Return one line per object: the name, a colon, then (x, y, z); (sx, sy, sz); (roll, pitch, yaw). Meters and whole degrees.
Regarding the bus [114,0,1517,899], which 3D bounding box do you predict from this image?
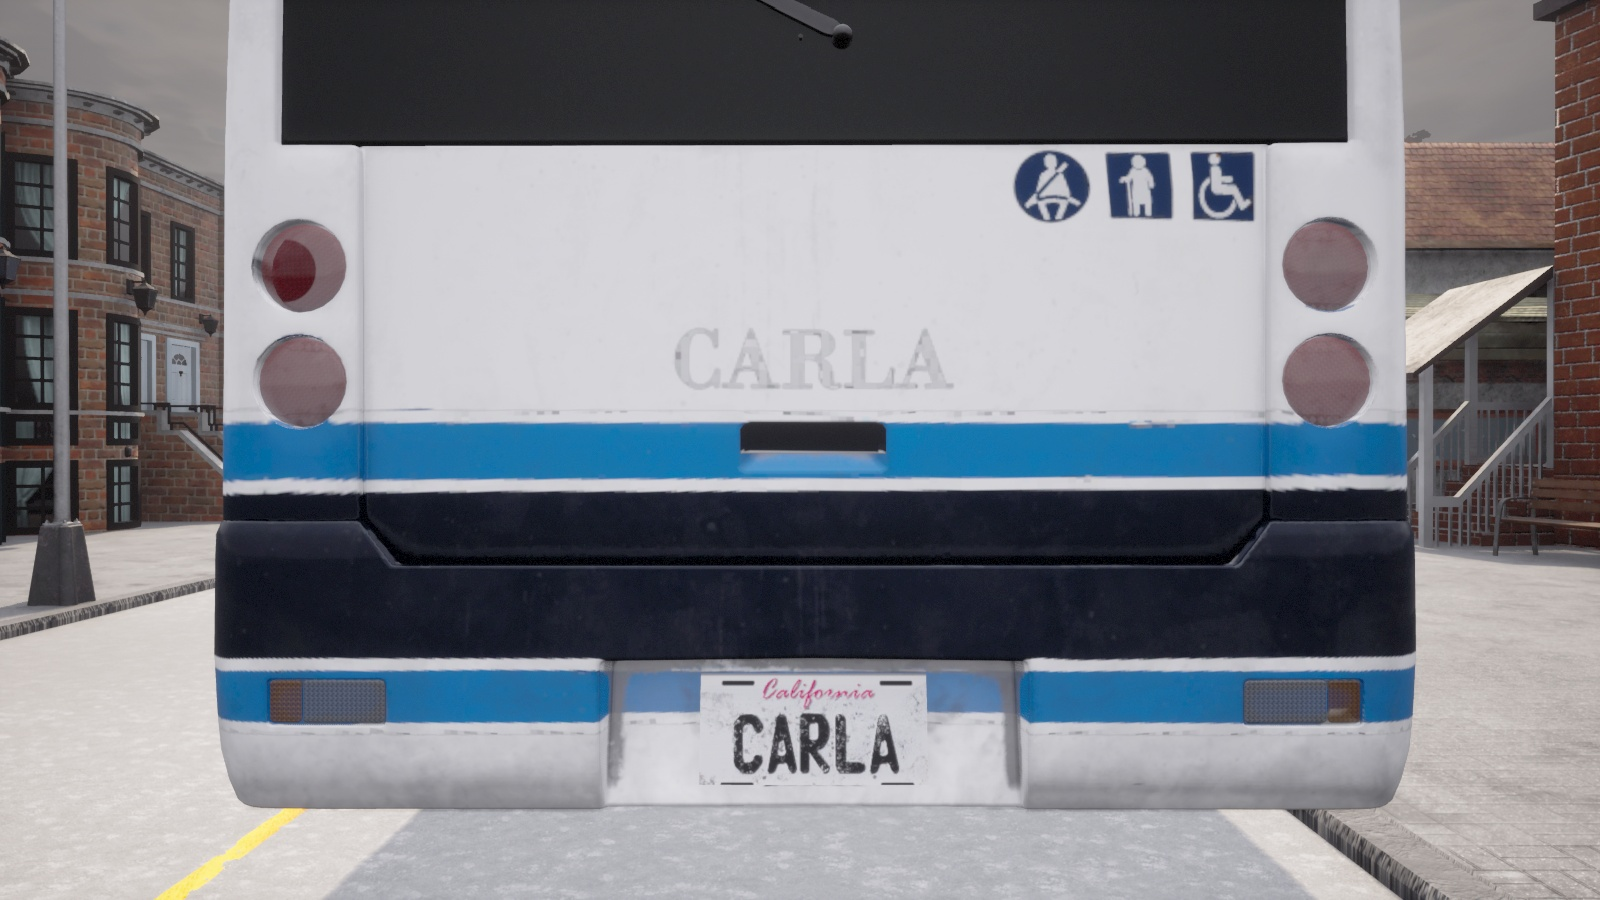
bus: (0.066, -0.679, 8.669); (3.944, 4.253, 10.273); (0, 0, 0)
